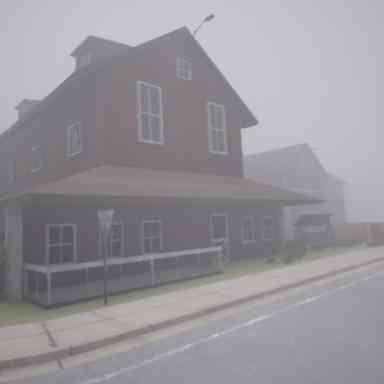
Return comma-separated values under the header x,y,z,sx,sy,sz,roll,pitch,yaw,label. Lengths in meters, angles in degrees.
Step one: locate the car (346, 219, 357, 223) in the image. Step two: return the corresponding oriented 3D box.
x,y,z,sx,sy,sz,roll,pitch,yaw,label
33.534,6.529,72.218,1.812,1.442,4.674,-1,-6,-21,car
